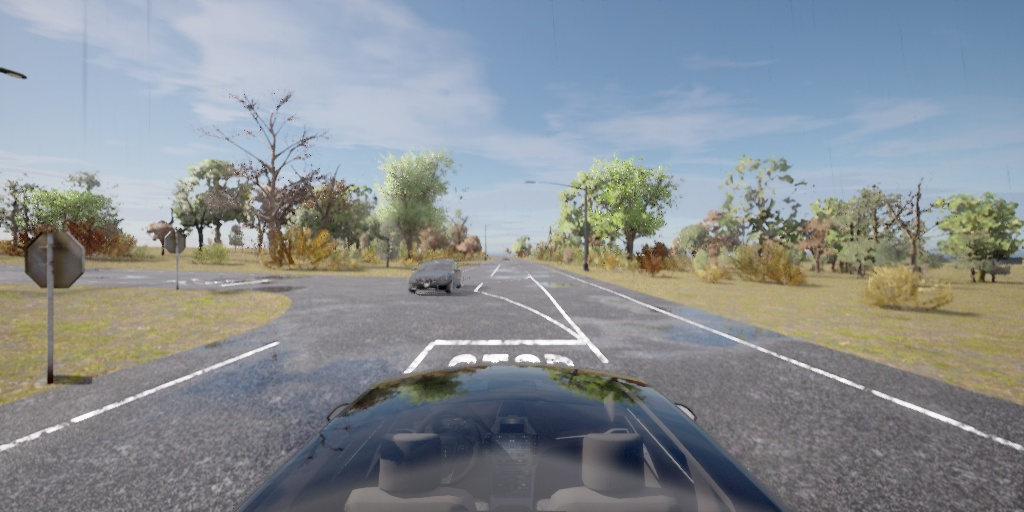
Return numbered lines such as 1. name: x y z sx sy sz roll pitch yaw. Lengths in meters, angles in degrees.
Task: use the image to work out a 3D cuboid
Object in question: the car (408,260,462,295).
1. car: -3.538 0.931 17.260 1.837 1.490 4.892 1 0 0
